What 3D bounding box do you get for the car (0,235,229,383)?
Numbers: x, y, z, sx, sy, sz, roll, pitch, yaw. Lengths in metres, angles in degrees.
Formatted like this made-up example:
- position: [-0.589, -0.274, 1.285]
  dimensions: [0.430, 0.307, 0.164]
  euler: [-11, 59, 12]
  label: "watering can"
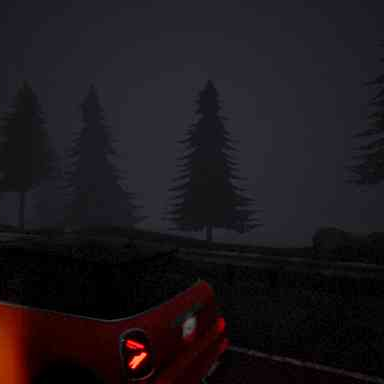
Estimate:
- position: [-1.916, 1.353, 4.256]
  dimensions: [4.553, 1.767, 2.097]
  euler: [0, 0, 27]
  label: "car"
